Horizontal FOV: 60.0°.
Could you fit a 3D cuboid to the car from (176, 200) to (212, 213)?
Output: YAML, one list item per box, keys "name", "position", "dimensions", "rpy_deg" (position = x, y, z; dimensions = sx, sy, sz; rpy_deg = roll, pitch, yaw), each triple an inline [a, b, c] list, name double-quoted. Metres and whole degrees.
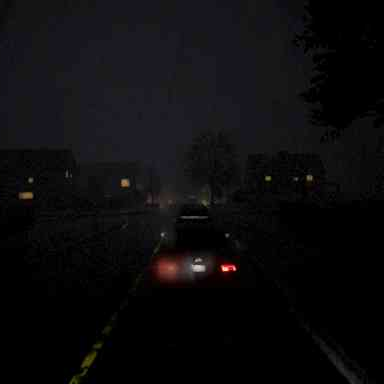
- name: "car"
  position: [0.112, 1.452, 18.723]
  dimensions: [2.128, 1.511, 4.902]
  rpy_deg: [0, 0, 0]

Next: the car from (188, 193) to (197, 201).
- name: "car"
  position: [0.053, 1.220, 81.100]
  dimensions: [2.097, 1.767, 4.553]
  rpy_deg: [0, 0, 0]

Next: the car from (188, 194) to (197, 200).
- name: "car"
  position: [0.047, 1.551, 71.113]
  dimensions: [1.895, 1.301, 4.718]
  rpy_deg: [0, 0, 0]

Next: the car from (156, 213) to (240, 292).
- name: "car"
  position: [0.103, 1.527, 8.988]
  dimensions: [2.033, 1.411, 5.357]
  rpy_deg: [0, 0, 0]
